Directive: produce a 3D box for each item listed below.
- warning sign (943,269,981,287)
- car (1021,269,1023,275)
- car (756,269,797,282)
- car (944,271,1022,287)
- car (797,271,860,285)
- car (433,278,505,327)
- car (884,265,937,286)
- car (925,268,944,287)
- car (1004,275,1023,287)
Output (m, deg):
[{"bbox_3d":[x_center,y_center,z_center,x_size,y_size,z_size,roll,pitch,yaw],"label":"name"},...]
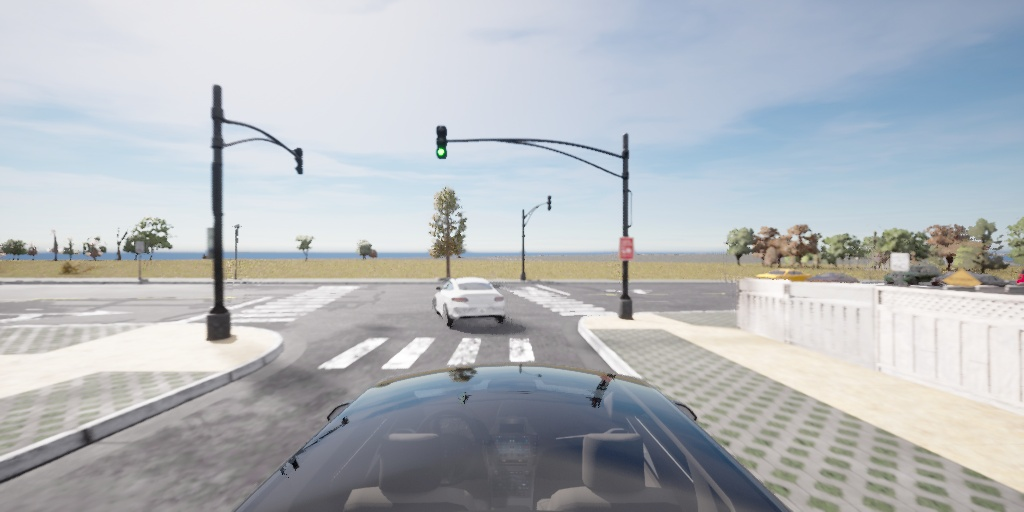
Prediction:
[{"bbox_3d":[22.959,1.580,18.346,1.060,1.860,1.300,0,0,-15],"label":"warning sign"},{"bbox_3d":[47.566,2.149,31.732,5.566,2.045,2.150,1,0,-17],"label":"car"},{"bbox_3d":[24.082,1.914,31.825,5.008,1.535,1.882,1,0,-15],"label":"car"},{"bbox_3d":[37.802,2.237,28.803,4.892,1.490,1.837,1,0,-16],"label":"car"},{"bbox_3d":[25.781,2.046,28.925,4.181,1.385,1.994,1,0,-15],"label":"car"},{"bbox_3d":[-1.591,1.472,12.454,1.812,1.442,4.674,1,-2,-19],"label":"car"},{"bbox_3d":[40.863,1.988,36.509,5.566,2.045,2.150,1,0,-17],"label":"car"},{"bbox_3d":[41.812,2.147,33.401,5.357,1.411,2.033,1,0,-17],"label":"car"},{"bbox_3d":[38.631,2.308,25.660,5.357,1.411,2.033,1,0,-16],"label":"car"}]
